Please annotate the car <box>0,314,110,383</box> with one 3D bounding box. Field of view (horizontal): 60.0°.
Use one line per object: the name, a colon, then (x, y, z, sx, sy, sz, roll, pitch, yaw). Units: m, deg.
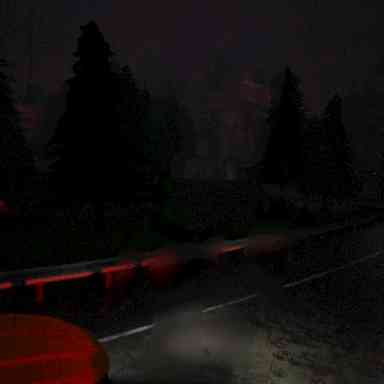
car: (-2.943, 1.474, 1.839, 5.008, 1.535, 1.882, 0, 0, -35)
